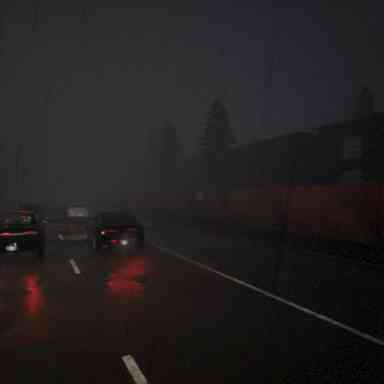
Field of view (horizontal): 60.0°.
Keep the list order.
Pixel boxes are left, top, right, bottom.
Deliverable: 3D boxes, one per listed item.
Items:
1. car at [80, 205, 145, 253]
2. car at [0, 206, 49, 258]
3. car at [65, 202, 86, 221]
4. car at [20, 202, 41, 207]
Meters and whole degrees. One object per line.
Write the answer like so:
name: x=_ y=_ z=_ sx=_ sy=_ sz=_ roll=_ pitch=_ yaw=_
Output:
car: x=-3.387 y=1.523 z=14.008 sx=1.837 sy=1.490 sz=4.892 roll=0 pitch=0 yaw=-24
car: x=-6.534 y=1.522 z=12.473 sx=2.128 sy=1.511 sz=4.902 roll=0 pitch=0 yaw=-24
car: x=-9.630 y=1.573 z=27.986 sx=1.812 sy=1.442 sz=4.674 roll=0 pitch=0 yaw=-23
car: x=-12.569 y=1.566 z=25.962 sx=1.837 sy=1.490 sz=4.892 roll=0 pitch=0 yaw=-23
